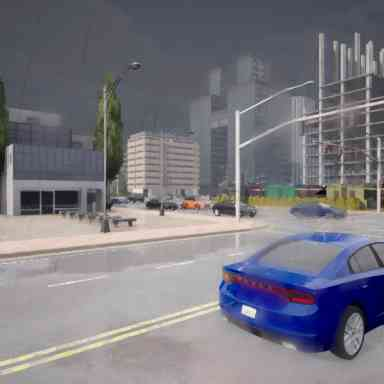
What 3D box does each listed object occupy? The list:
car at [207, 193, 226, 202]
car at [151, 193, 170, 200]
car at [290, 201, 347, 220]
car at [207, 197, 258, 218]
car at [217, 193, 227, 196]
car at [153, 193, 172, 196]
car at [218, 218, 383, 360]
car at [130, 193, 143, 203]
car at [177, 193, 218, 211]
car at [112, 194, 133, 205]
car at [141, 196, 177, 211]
[{"bbox_3d":[5.287,1.156,71.613,3.866,1.878,1.905,0,0,-38],"label":"car"},{"bbox_3d":[-8.433,1.153,89.468,4.605,1.855,1.932,0,0,-38],"label":"car"},{"bbox_3d":[10.518,1.525,27.928,1.812,1.442,4.674,0,0,-42],"label":"car"},{"bbox_3d":[3.860,1.505,30.423,1.837,1.490,4.892,0,0,-36],"label":"car"},{"bbox_3d":[7.044,1.395,69.312,3.806,1.475,1.970,0,0,-38],"label":"car"},{"bbox_3d":[-6.246,1.352,62.435,2.097,1.767,4.553,0,0,-36],"label":"car"},{"bbox_3d":[2.715,1.478,6.075,5.008,1.535,1.882,0,0,-38],"label":"car"},{"bbox_3d":[-12.114,1.225,70.328,2.150,2.045,5.566,0,0,-36],"label":"car"},{"bbox_3d":[0.615,1.353,40.813,2.097,1.767,4.553,0,0,-36],"label":"car"},{"bbox_3d":[-12.815,1.525,59.338,1.812,1.442,4.674,0,0,-36],"label":"car"},{"bbox_3d":[-3.812,1.547,40.941,2.033,1.411,5.357,0,0,-36],"label":"car"}]
